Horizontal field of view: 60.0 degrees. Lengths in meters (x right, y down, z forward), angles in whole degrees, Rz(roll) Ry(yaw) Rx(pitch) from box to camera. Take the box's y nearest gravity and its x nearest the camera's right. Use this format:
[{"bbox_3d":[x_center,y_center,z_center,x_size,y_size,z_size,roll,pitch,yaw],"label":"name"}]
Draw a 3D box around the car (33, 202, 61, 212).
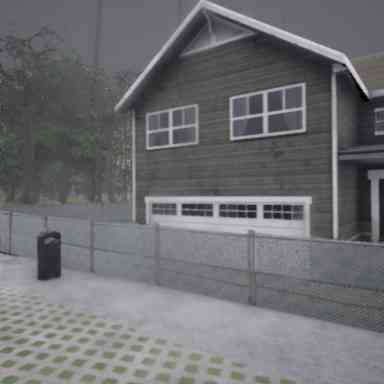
[{"bbox_3d":[-12.942,1.612,28.694,4.902,1.511,2.128,0,0,-32],"label":"car"}]
